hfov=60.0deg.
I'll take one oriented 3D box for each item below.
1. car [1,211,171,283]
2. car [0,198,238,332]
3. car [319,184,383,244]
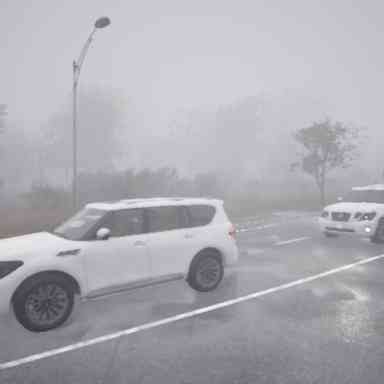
[{"bbox_3d":[-3.126,1.474,10.302,4.674,1.442,1.812,-2,1,-35],"label":"car"},{"bbox_3d":[-1.504,1.180,7.177,5.566,2.045,2.150,-1,1,-35],"label":"car"},{"bbox_3d":[7.570,0.731,13.621,5.566,2.045,2.150,-4,2,-35],"label":"car"}]
